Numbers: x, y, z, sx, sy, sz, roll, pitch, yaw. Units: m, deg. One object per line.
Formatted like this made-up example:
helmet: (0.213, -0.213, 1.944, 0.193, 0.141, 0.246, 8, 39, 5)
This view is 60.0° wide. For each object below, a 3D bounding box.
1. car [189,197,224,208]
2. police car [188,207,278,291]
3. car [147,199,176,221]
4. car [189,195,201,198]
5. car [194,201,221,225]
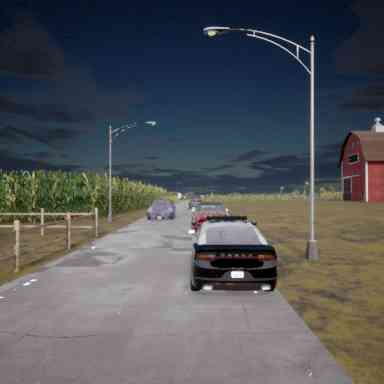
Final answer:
car: (1.036, 1.366, 19.002, 2.097, 1.767, 4.553, 0, 0, 1)
police car: (0.926, 1.430, 9.140, 1.930, 1.638, 5.238, 0, 0, 1)
car: (-2.441, 1.375, 27.471, 2.097, 1.767, 4.553, 0, 0, 1)
car: (0.532, 1.597, 46.473, 2.128, 1.511, 4.902, 0, 0, 1)
car: (1.105, 1.527, 25.033, 1.837, 1.490, 4.892, 0, 0, 1)
